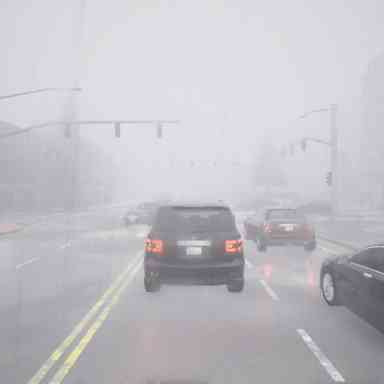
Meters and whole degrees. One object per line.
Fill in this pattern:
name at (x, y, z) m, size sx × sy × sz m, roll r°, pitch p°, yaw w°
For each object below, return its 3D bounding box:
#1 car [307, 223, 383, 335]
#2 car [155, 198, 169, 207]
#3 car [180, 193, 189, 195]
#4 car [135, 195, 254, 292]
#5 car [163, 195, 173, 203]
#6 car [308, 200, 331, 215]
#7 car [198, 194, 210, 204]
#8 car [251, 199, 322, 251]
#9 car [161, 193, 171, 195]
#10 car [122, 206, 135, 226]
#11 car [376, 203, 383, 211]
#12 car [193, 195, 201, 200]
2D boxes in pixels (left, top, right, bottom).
car at (3.606, 1.505, 5.133) m, size 1.837 × 1.490 × 4.892 m, roll 0°, pitch 0°, yaw 0°
car at (-4.717, 1.601, 52.206) m, size 1.895 × 1.301 × 4.718 m, roll 0°, pitch 0°, yaw -1°
car at (-1.814, 1.496, 80.269) m, size 1.837 × 1.490 × 4.892 m, roll 0°, pitch 0°, yaw -1°
car at (0.051, 1.221, 9.035) m, size 2.150 × 2.045 × 5.566 m, roll 0°, pitch 0°, yaw 0°
car at (-5.123, 1.477, 72.378) m, size 1.882 × 1.535 × 5.008 m, roll 0°, pitch 0°, yaw -1°
car at (12.266, 1.526, 33.940) m, size 4.674 × 1.442 × 1.812 m, roll 0°, pitch 0°, yaw -3°
car at (2.218, 1.352, 61.968) m, size 2.097 × 1.767 × 4.553 m, roll 0°, pitch 0°, yaw -1°
car at (3.531, 1.352, 14.214) m, size 2.097 × 1.767 × 4.553 m, roll 0°, pitch 0°, yaw 0°
car at (-4.924, 1.221, 62.214) m, size 2.150 × 2.045 × 5.566 m, roll 0°, pitch 0°, yaw 0°
car at (-3.096, 1.491, 23.029) m, size 2.128 × 1.511 × 4.902 m, roll 0°, pitch 0°, yaw 15°
car at (23.576, 1.504, 37.866) m, size 4.892 × 1.490 × 1.837 m, roll 0°, pitch 0°, yaw -2°
car at (1.440, 1.552, 90.416) m, size 1.994 × 1.385 × 4.181 m, roll 0°, pitch 0°, yaw -1°
